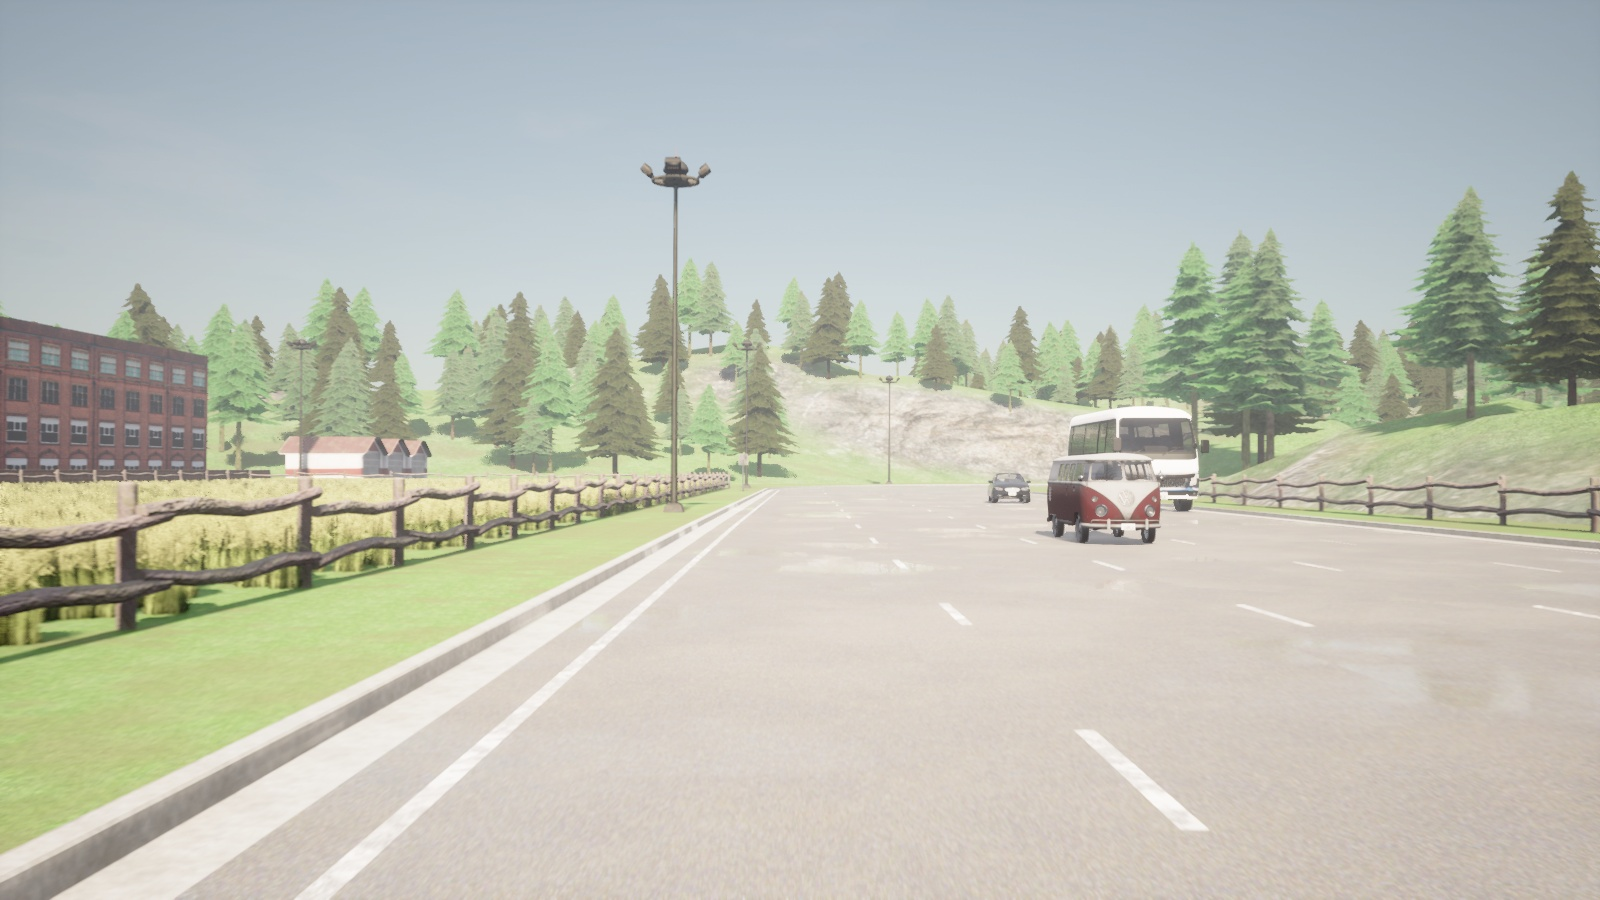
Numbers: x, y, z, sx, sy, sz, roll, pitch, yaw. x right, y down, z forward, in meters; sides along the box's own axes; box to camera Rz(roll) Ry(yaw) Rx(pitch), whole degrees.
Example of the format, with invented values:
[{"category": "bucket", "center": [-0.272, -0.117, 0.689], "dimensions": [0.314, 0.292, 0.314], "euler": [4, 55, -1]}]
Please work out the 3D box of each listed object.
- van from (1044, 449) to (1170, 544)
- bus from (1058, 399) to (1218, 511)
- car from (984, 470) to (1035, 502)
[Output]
[{"category": "van", "center": [6.925, 1.022, 28.796], "dimensions": [1.775, 1.987, 4.442], "euler": [0, -1, 0]}, {"category": "bus", "center": [13.946, 0.271, 53.022], "dimensions": [3.944, 4.253, 10.273], "euler": [0, -1, 0]}, {"category": "car", "center": [10.509, 1.790, 63.309], "dimensions": [2.128, 1.511, 4.902], "euler": [0, -1, 4]}]
